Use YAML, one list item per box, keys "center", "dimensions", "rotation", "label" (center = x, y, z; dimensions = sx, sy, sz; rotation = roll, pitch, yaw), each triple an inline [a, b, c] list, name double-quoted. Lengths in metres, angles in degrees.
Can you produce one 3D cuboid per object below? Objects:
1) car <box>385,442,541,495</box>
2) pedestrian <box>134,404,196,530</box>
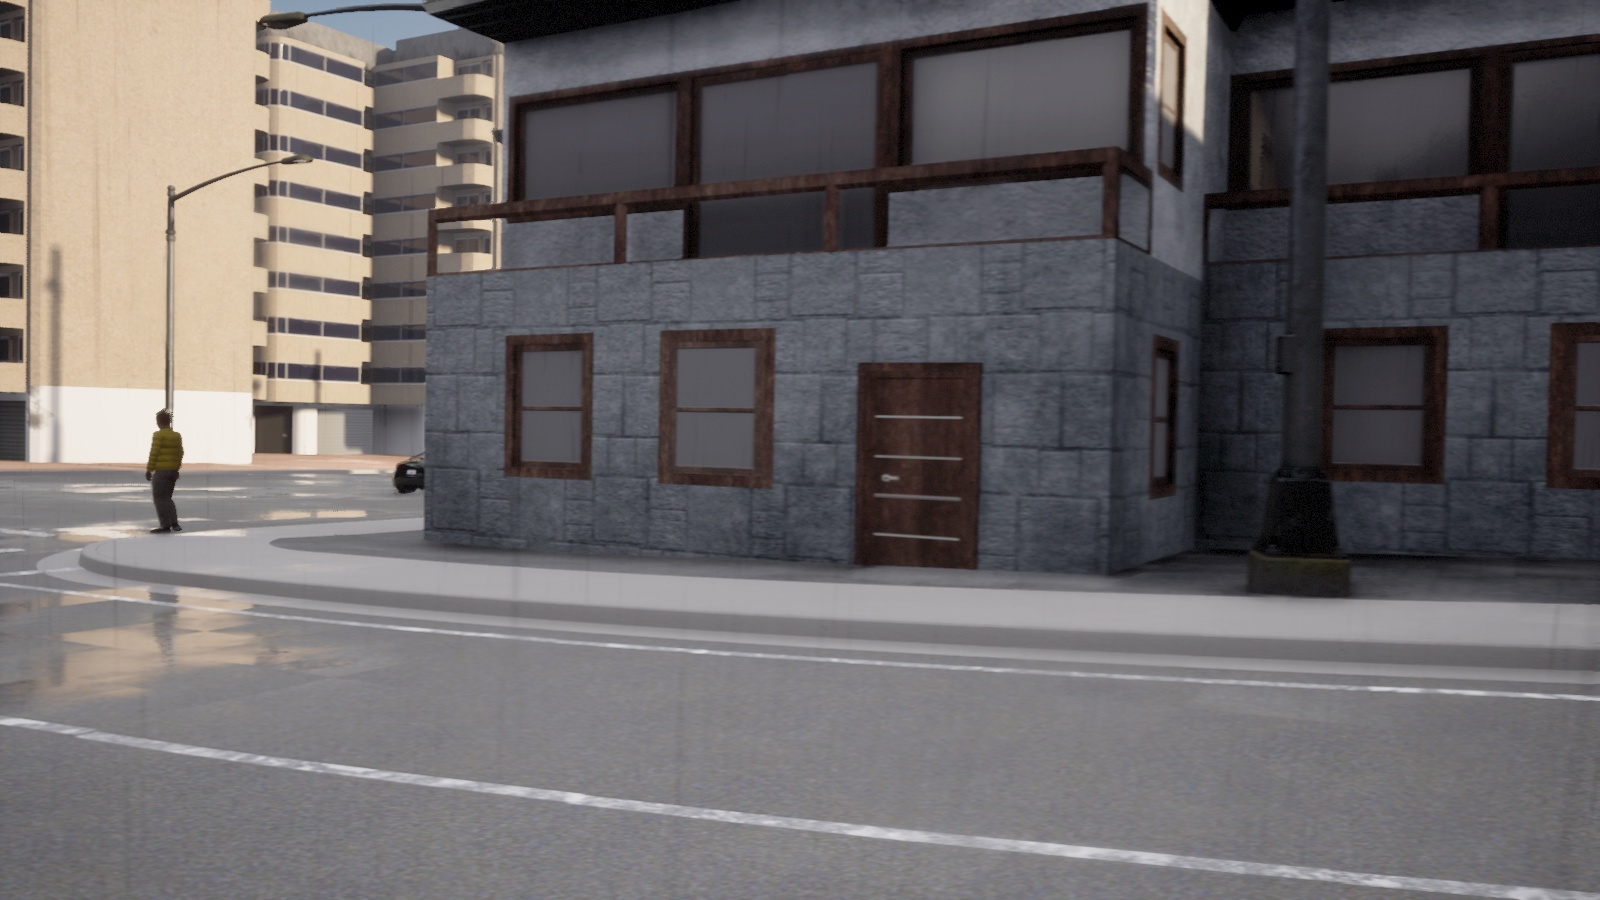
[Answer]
- center: [-9.734, 0.523, 36.554]
  dimensions: [1.994, 1.385, 4.181]
  rotation: [2, 0, 29]
  label: "car"
- center: [-9.508, 0.247, 18.807]
  dimensions: [0.709, 1.840, 0.431]
  rotation: [2, 1, 19]
  label: "pedestrian"
